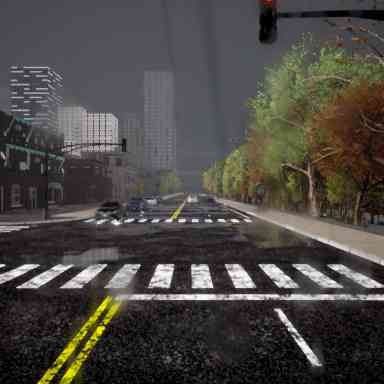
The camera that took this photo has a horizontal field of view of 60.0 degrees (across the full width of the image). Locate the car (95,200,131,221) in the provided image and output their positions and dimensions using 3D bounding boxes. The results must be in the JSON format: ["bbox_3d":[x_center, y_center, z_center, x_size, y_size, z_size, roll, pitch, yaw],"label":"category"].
[{"bbox_3d":[-6.576,1.518,27.485,1.812,1.442,4.674,0,0,0],"label":"car"}]

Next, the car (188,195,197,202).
[{"bbox_3d":[0.075,1.447,74.833,1.882,1.535,5.008,0,0,0],"label":"car"}]

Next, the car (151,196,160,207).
[{"bbox_3d":[-6.544,1.507,51.444,1.812,1.442,4.674,0,0,0],"label":"car"}]

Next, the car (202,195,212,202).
[{"bbox_3d":[3.317,1.510,74.412,2.033,1.411,5.357,0,0,0],"label":"car"}]

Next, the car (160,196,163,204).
[{"bbox_3d":[-6.500,1.469,62.860,2.128,1.511,4.902,0,0,1],"label":"car"}]

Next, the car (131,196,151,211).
[{"bbox_3d":[-6.560,1.338,39.995,2.097,1.767,4.553,0,0,0],"label":"car"}]

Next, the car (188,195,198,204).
[{"bbox_3d":[0.145,1.502,63.390,1.812,1.442,4.674,0,0,0],"label":"car"}]

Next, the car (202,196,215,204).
[{"bbox_3d":[3.401,1.523,63.759,2.033,1.411,5.357,0,0,0],"label":"car"}]
